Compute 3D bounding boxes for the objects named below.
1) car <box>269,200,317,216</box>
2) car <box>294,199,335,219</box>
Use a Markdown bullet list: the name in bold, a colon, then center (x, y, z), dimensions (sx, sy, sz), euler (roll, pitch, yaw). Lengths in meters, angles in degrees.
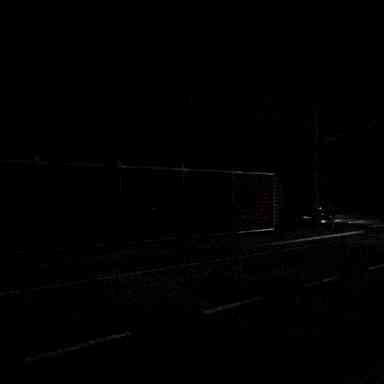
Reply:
- **car**: center (10.462, 1.581, 34.835), dimensions (1.812, 1.442, 4.674), euler (0, 0, -36)
- **car**: center (10.124, 1.407, 29.150), dimensions (2.097, 1.767, 4.553), euler (0, 0, -34)
